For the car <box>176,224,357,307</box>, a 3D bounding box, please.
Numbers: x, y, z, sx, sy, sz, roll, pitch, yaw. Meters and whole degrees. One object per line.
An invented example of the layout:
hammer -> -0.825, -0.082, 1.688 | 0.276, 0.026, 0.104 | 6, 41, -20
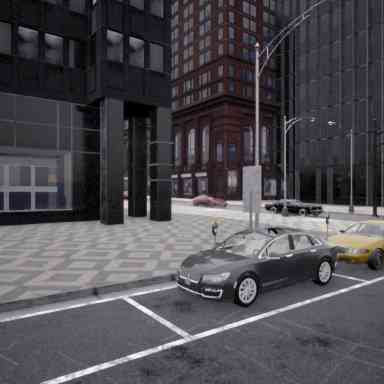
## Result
car -> 1.688, 1.551, 7.869 | 4.403, 1.369, 2.008 | 0, 0, -36

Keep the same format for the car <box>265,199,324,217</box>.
car -> 8.412, 1.294, 27.571 | 1.895, 1.301, 4.718 | 0, 1, -36

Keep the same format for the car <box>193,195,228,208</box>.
car -> 1.906, 1.013, 36.538 | 1.812, 1.442, 4.674 | 0, 1, -36

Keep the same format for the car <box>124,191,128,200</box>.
car -> -9.619, 0.622, 52.532 | 1.882, 1.535, 5.008 | 0, 1, -35

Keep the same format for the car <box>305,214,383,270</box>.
car -> 6.029, 1.526, 10.983 | 4.829, 1.417, 1.752 | 0, 0, -36
